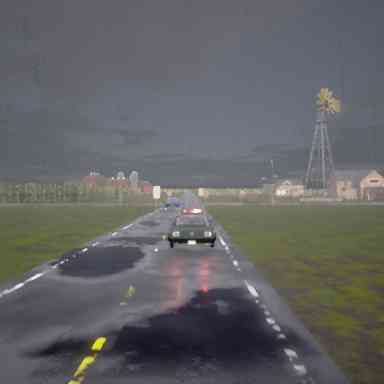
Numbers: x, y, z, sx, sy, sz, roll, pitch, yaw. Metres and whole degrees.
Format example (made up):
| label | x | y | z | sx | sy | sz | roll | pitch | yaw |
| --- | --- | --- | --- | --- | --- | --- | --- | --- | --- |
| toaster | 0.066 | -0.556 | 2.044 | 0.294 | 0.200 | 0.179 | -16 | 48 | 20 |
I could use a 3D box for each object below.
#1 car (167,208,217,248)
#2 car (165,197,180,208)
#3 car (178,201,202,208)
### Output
| label | x | y | z | sx | sy | sz | roll | pitch | yaw |
| --- | --- | --- | --- | --- | --- | --- | --- | --- | --- |
| car | 0.000 | 1.607 | 14.683 | 1.895 | 1.301 | 4.718 | 0 | 0 | 0 |
| car | -2.750 | 1.468 | 47.655 | 1.882 | 1.535 | 5.008 | 0 | 0 | 0 |
| car | 0.000 | 1.594 | 29.684 | 1.895 | 1.301 | 4.718 | 0 | 0 | 0 |
